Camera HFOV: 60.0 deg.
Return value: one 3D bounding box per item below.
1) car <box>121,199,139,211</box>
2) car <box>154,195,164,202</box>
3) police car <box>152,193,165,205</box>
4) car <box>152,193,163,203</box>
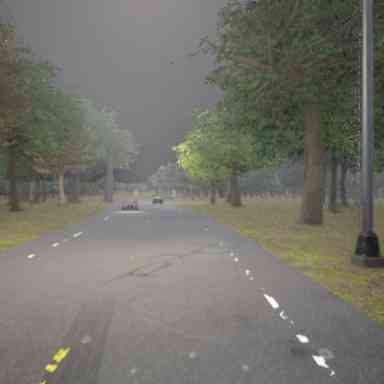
[{"bbox_3d":[-7.308,1.524,39.412,1.994,1.385,4.181,0,0,-10],"label":"car"},{"bbox_3d":[-7.695,1.482,77.148,2.097,1.767,4.553,0,0,-3],"label":"car"},{"bbox_3d":[-6.321,1.448,61.548,1.930,1.638,5.238,0,0,-7],"label":"police car"},{"bbox_3d":[-7.309,1.314,71.294,2.150,2.045,5.566,0,0,-5],"label":"car"}]
